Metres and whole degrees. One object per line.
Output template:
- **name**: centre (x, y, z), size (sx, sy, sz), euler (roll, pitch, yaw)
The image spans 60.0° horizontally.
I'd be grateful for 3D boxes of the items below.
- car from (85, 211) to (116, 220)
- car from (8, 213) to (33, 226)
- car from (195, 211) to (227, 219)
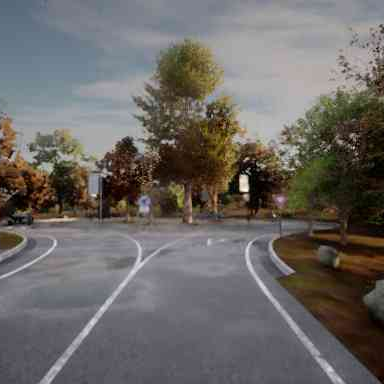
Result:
- **car**: centre (-14.710, 3.739, 53.698), size (4.718, 1.301, 1.895), euler (1, -3, -42)
- **car**: centre (-18.380, 2.917, 35.774), size (1.994, 1.385, 4.181), euler (1, -3, -19)
- **car**: centre (3.208, 4.010, 57.098), size (5.357, 1.411, 2.033), euler (-1, -3, 22)
